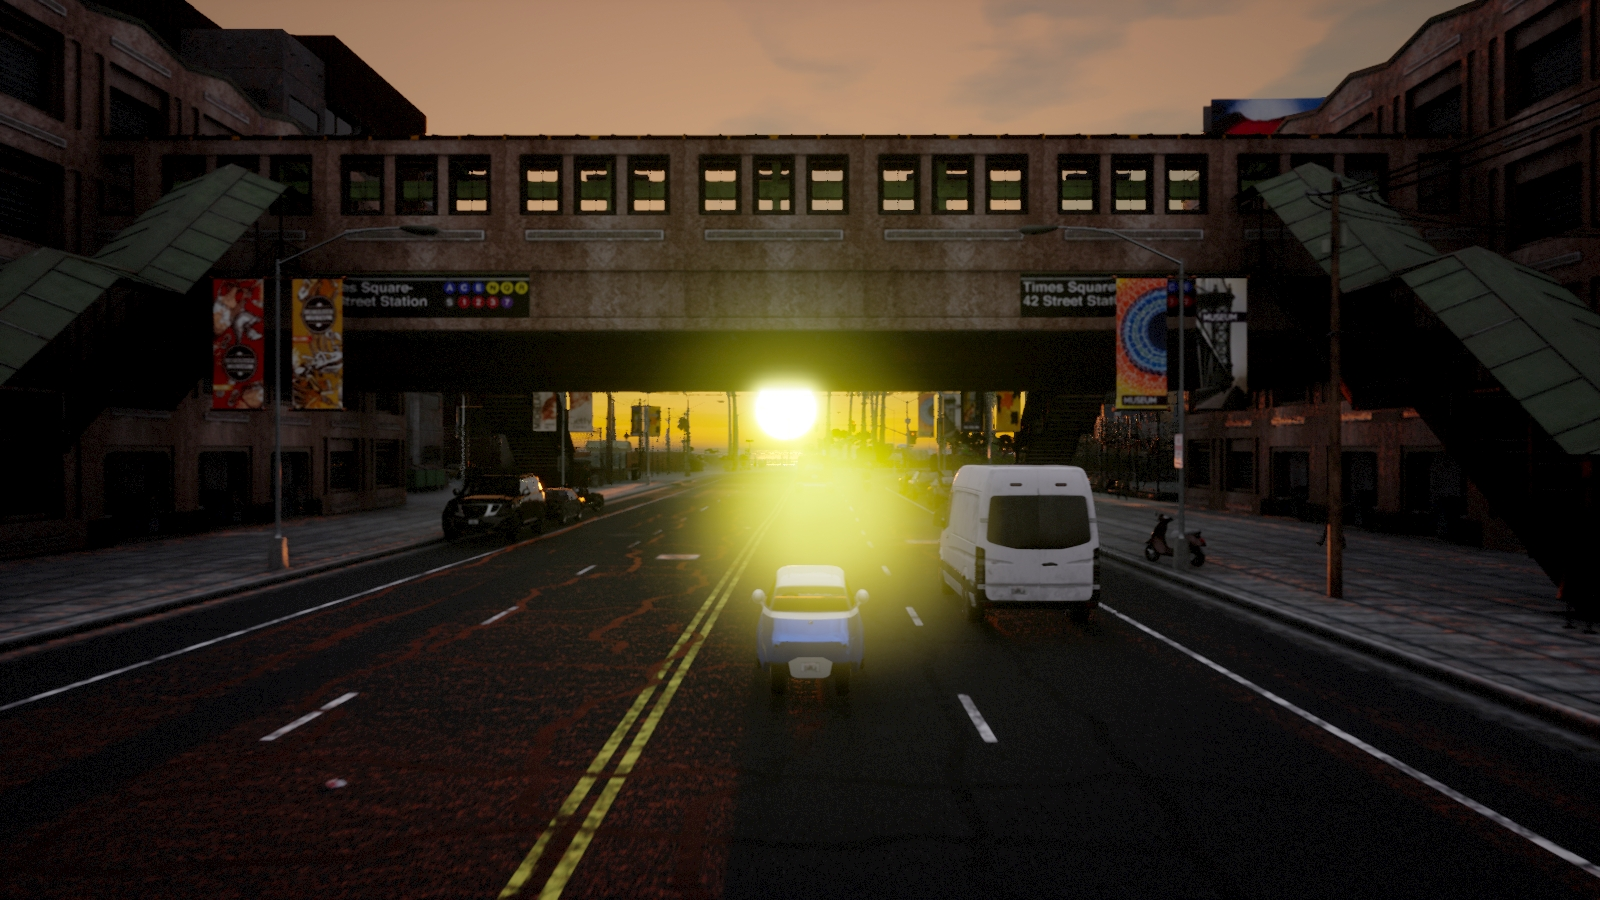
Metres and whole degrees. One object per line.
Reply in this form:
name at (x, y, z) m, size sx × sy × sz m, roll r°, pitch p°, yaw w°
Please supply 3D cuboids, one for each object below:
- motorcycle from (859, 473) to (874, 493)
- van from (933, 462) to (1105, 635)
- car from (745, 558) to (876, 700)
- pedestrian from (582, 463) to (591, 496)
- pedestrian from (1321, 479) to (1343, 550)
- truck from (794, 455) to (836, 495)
motorcycle at (4.444, 2.205, 76.461) m, size 0.867 × 1.251 × 2.209 m, roll 0°, pitch 0°, yaw 1°
van at (3.685, 1.534, 20.374) m, size 1.988 × 2.561 × 5.915 m, roll 0°, pitch 0°, yaw 1°
car at (0.129, 2.120, 13.956) m, size 1.481 × 1.376 × 2.207 m, roll 0°, pitch 0°, yaw 1°
pedestrian at (-12.333, 1.698, 66.004) m, size 0.375 × 1.860 × 0.375 m, roll 0°, pitch 0°, yaw 5°
pedestrian at (14.151, 1.697, 30.375) m, size 0.375 × 1.860 × 0.375 m, roll 0°, pitch 0°, yaw -16°
truck at (0.935, 1.568, 74.378) m, size 2.627 × 2.467 × 5.204 m, roll 0°, pitch 0°, yaw 0°
